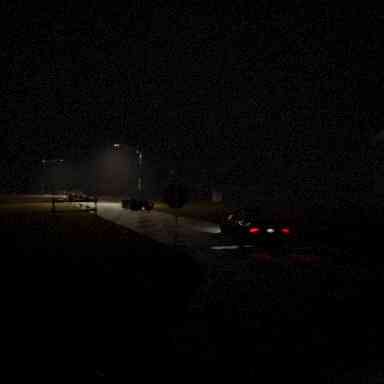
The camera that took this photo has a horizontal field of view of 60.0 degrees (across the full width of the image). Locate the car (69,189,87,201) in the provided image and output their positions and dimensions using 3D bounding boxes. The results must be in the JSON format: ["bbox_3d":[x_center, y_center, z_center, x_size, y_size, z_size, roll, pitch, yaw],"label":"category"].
[{"bbox_3d":[-16.708,0.414,48.762,2.097,1.767,4.553,2,0,-26],"label":"car"}]

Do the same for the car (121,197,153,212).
[{"bbox_3d":[-5.410,1.143,32.166,1.895,1.301,4.718,2,0,-27],"label":"car"}]

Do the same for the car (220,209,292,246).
[{"bbox_3d":[2.620,1.461,14.767,2.033,1.411,5.357,2,0,-7],"label":"car"}]
